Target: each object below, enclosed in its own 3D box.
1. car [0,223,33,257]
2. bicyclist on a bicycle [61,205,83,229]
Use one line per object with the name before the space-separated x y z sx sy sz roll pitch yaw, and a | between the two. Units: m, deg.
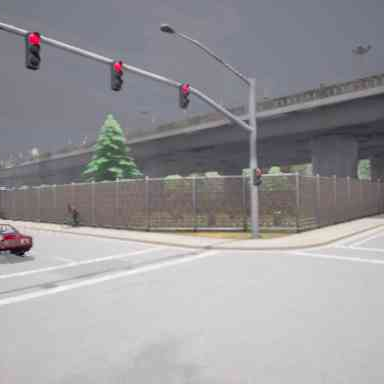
car | -8.161 1.888 13.090 4.718 1.301 1.895 -2 -1 41
bicyclist on a bicycle | -8.256 1.691 22.882 0.582 1.620 1.656 -2 -1 42
